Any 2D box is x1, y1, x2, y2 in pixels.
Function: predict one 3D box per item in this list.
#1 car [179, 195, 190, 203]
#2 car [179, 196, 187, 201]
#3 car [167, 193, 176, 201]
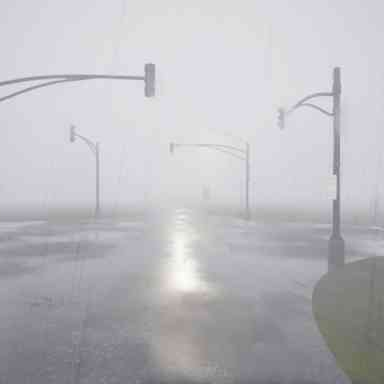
[{"bbox_3d":[-1.565,1.384,69.784,2.097,1.767,4.553,0,0,-3],"label":"car"},{"bbox_3d":[-2.159,1.559,79.858,1.895,1.301,4.718,0,0,-4],"label":"car"},{"bbox_3d":[-4.548,1.013,73.879,2.097,1.767,4.553,0,0,-3],"label":"car"}]
